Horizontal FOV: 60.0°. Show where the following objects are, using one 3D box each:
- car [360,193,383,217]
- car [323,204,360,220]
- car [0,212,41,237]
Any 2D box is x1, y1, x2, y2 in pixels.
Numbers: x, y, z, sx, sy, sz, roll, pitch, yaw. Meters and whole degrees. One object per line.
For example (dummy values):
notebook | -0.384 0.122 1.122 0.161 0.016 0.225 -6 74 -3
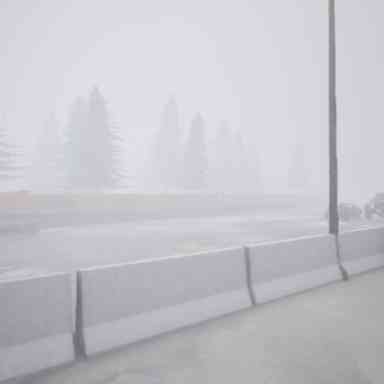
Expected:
car | 15.941 1.052 27.025 2.150 2.045 5.566 -1 -1 44
car | 13.391 1.746 29.414 1.895 1.301 4.718 -1 -1 44
car | -10.519 1.780 18.057 4.181 1.385 1.994 0 -1 -36
